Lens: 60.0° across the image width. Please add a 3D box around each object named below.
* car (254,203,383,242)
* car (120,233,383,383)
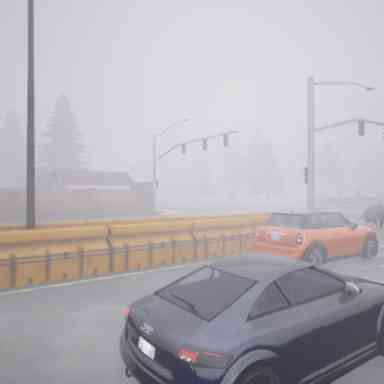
[{"bbox_3d":[4.185,1.358,11.032,4.553,1.767,2.097,0,0,-36],"label":"car"},{"bbox_3d":[1.168,1.566,4.582,4.181,1.385,1.994,0,0,-35],"label":"car"}]
